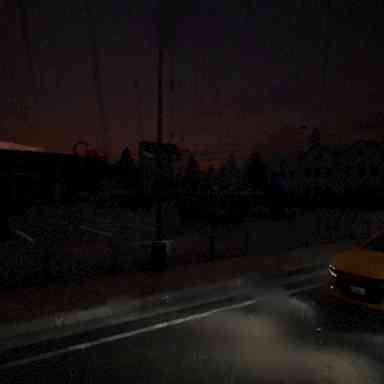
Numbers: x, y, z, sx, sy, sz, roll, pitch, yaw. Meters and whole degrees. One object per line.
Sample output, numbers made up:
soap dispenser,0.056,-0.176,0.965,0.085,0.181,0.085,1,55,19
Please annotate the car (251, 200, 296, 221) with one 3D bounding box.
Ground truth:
car,6.177,1.404,26.069,1.970,1.475,3.806,1,0,-36

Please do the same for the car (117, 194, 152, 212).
car,-6.398,1.244,38.055,1.932,1.855,4.605,1,0,-36

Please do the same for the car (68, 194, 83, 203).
car,-27.592,1.658,74.366,4.611,1.667,2.242,1,0,-36

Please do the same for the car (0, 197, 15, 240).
car,-9.274,1.099,14.651,1.905,1.878,3.866,1,0,-36

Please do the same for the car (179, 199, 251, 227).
car,1.141,1.275,22.080,2.152,1.636,5.027,1,0,-36

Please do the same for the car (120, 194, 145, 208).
car,-8.291,1.249,46.369,1.905,1.878,3.866,1,0,-36

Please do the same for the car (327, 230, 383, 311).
car,5.065,1.543,7.494,5.008,1.535,1.882,1,0,-35

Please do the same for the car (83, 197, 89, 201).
car,-27.347,1.524,81.495,3.866,1.878,1.905,1,0,-36

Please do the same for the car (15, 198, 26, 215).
car,-16.953,1.348,31.400,2.007,1.523,4.514,1,0,-36

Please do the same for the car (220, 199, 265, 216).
car,5.065,1.498,33.935,2.007,1.523,4.514,1,0,-36

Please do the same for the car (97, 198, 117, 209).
car,-11.354,1.507,44.935,1.970,1.475,3.806,1,0,-36
